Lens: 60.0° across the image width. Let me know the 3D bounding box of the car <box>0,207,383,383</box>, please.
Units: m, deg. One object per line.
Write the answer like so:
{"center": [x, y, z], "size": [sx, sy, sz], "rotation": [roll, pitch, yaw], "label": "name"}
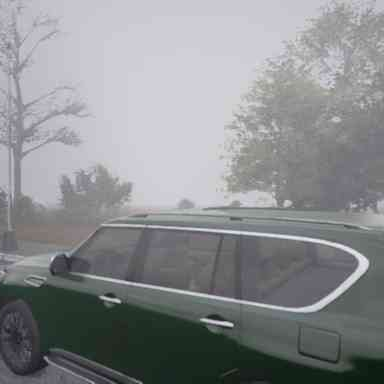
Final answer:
{"center": [-0.091, 1.207, 3.902], "size": [5.566, 2.045, 2.150], "rotation": [0, 0, 34], "label": "car"}
